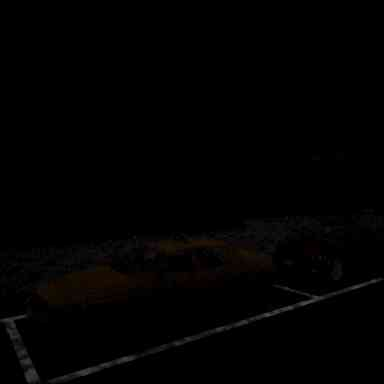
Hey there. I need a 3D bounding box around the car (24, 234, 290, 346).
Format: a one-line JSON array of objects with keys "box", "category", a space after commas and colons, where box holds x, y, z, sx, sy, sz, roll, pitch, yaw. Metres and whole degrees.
[{"box": [-0.461, 1.525, 6.321, 4.829, 1.417, 1.752, 0, 0, -35], "category": "car"}]

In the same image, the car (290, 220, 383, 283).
[{"box": [4.266, 1.544, 9.693, 4.507, 1.381, 1.887, 0, 0, -35], "category": "car"}]
